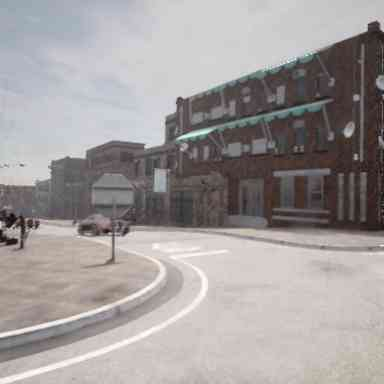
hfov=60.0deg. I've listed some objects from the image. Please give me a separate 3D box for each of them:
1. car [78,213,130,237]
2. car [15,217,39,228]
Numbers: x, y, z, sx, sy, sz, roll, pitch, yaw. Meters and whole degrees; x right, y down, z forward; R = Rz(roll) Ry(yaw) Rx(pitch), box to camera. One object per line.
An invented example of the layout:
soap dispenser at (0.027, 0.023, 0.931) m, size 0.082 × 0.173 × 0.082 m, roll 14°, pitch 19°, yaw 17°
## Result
car at (-5.442, 1.964, 20.315) m, size 1.994 × 1.385 × 4.181 m, roll 1°, pitch -6°, yaw -37°
car at (-19.279, 3.615, 38.902) m, size 1.895 × 1.301 × 4.718 m, roll 1°, pitch -4°, yaw -36°
